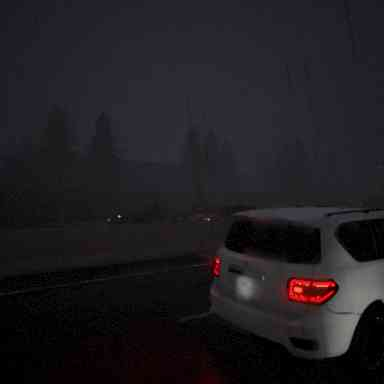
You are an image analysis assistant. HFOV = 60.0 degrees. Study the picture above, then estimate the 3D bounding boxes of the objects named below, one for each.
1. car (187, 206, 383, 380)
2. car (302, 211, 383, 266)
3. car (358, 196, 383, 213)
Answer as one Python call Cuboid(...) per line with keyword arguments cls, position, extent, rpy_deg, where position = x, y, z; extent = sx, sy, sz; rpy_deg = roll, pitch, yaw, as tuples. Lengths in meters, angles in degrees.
Cuboid(cls="car", position=(2.863, 1.274, 5.781), extent=(5.566, 2.045, 2.150), rpy_deg=(0, 0, -35))
Cuboid(cls="car", position=(6.571, 1.592, 12.729), extent=(5.008, 1.535, 1.882), rpy_deg=(1, 0, -35))
Cuboid(cls="car", position=(24.428, 1.635, 44.510), extent=(5.566, 2.045, 2.150), rpy_deg=(1, 0, -45))
